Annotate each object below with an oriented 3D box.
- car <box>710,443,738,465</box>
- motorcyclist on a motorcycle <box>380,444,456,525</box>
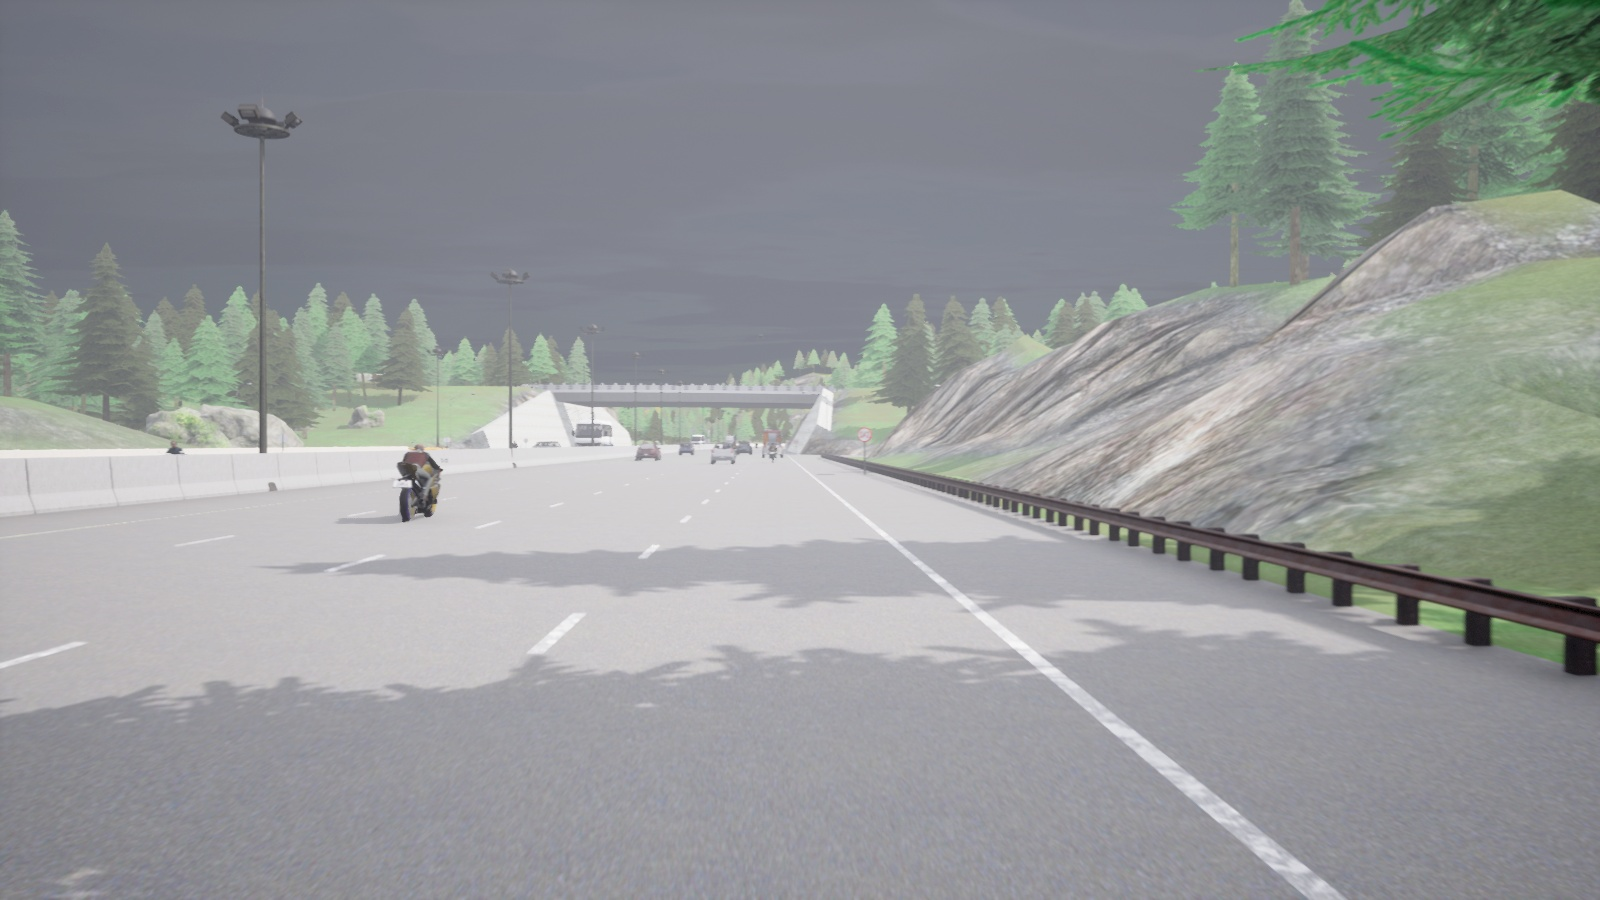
[{"bbox_3d":[-5.379,0.254,89.303,1.845,1.501,3.633,0,0,-1],"label":"car"},{"bbox_3d":[-7.476,0.639,24.668,0.866,1.530,2.191,0,0,-1],"label":"motorcyclist on a motorcycle"}]
